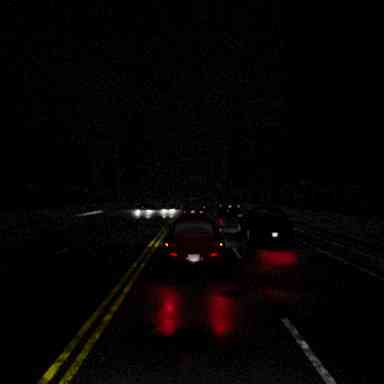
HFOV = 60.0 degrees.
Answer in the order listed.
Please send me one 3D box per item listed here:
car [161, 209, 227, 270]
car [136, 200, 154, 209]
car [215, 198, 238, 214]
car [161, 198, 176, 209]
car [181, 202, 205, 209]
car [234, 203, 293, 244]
[{"bbox_3d":[0.067,1.500,10.796,1.812,1.442,4.674,0,0,0],"label":"car"},{"bbox_3d":[-6.554,1.721,46.421,1.895,1.301,4.718,0,-1,0],"label":"car"},{"bbox_3d":[3.360,1.346,31.639,2.097,1.767,4.553,0,0,0],"label":"car"},{"bbox_3d":[-3.299,1.627,47.565,2.128,1.511,4.902,0,-1,0],"label":"car"},{"bbox_3d":[0.086,1.522,27.071,2.033,1.411,5.357,0,0,0],"label":"car"},{"bbox_3d":[3.344,1.467,15.758,1.837,1.490,4.892,0,0,0],"label":"car"}]
